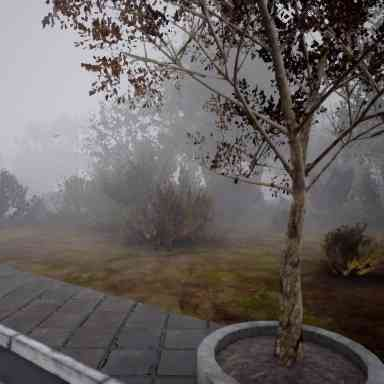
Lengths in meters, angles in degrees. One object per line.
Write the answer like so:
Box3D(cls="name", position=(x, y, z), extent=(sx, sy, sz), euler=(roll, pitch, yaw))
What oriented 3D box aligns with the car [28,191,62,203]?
Box3D(cls="car", position=(-18.325, 0.943, 41.817), extent=(2.150, 2.045, 5.566), euler=(1, 0, 32))
